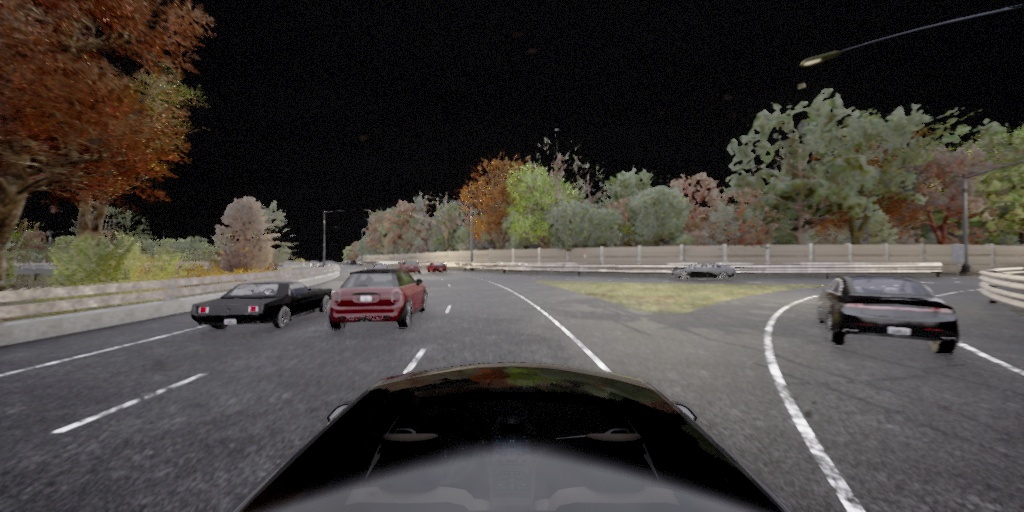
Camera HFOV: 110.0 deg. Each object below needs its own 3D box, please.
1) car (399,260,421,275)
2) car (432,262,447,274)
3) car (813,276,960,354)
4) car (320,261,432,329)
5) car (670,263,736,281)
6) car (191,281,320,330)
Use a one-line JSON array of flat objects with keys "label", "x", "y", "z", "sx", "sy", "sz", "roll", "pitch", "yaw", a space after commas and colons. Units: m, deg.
[{"label": "car", "x": -13.211, "y": 1.390, "z": 46.200, "sx": 2.097, "sy": 1.767, "sz": 4.553, "roll": 0, "pitch": 0, "yaw": -24}, {"label": "car", "x": -10.035, "y": 1.507, "z": 47.661, "sx": 1.882, "sy": 1.535, "sz": 5.008, "roll": 0, "pitch": 0, "yaw": -24}, {"label": "car", "x": 8.869, "y": 1.231, "z": 8.829, "sx": 2.128, "sy": 1.511, "sz": 4.902, "roll": -1, "pitch": 0, "yaw": 37}, {"label": "car", "x": -4.107, "y": 1.173, "z": 11.757, "sx": 2.097, "sy": 1.767, "sz": 4.553, "roll": 0, "pitch": 0, "yaw": -5}, {"label": "car", "x": 16.066, "y": 1.301, "z": 30.301, "sx": 4.902, "sy": 1.511, "sz": 2.128, "roll": 0, "pitch": 0, "yaw": 16}, {"label": "car", "x": -7.545, "y": 1.439, "z": 11.554, "sx": 1.895, "sy": 1.301, "sz": 4.718, "roll": 0, "pitch": 0, "yaw": -5}]
